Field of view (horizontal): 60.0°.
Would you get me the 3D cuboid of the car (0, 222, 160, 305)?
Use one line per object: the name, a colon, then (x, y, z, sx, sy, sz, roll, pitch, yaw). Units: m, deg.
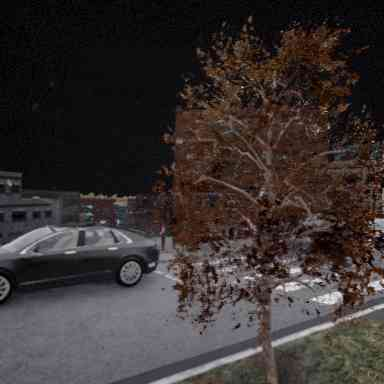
car: (-3.108, 1.500, 7.986, 4.892, 1.521, 2.231, 2, -1, -35)

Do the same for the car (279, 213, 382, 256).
car: (5.809, 1.694, 14.324, 4.553, 1.767, 2.185, 2, -1, -35)

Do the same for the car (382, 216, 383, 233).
car: (10.279, 2.022, 17.504, 4.674, 1.452, 2.002, 2, -1, -35)
